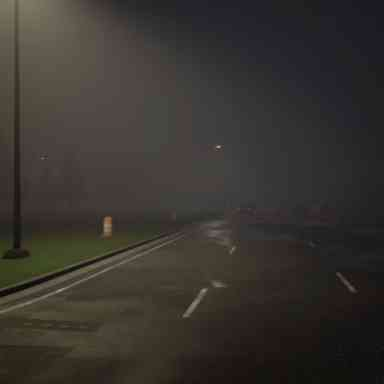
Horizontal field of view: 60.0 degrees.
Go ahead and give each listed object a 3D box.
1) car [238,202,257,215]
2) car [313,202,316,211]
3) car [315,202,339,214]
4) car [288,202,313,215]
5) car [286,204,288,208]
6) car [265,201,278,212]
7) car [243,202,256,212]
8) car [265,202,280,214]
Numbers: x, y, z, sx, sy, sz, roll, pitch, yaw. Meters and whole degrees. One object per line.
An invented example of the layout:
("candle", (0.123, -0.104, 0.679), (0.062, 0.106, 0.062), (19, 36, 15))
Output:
("car", (7.323, 2.309, 45.306), (2.033, 1.411, 5.357), (-1, -1, 14))
("car", (19.781, 2.308, 52.630), (1.994, 1.385, 4.181), (-1, -1, 13))
("car", (17.529, 2.191, 42.845), (1.895, 1.301, 4.718), (-1, -1, 14))
("car", (14.136, 2.195, 43.703), (2.033, 1.411, 5.357), (-1, -1, 14))
("car", (16.374, 2.306, 53.433), (1.837, 1.490, 4.892), (-1, -1, 13))
("car", (12.967, 2.336, 54.235), (1.882, 1.535, 5.008), (-1, -1, 13))
("car", (9.561, 2.420, 55.036), (1.837, 1.490, 4.892), (-1, -1, 13))
("car", (10.711, 2.304, 44.426), (1.895, 1.301, 4.718), (-1, -1, 14))
